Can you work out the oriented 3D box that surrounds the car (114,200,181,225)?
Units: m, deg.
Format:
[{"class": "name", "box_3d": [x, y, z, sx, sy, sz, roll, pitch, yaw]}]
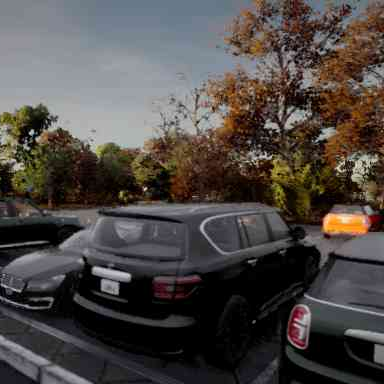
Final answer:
[{"class": "car", "box_3d": [-3.195, 1.412, 24.784, 2.097, 1.535, 5.008, 0, 0, 36]}]

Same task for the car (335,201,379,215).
[{"class": "car", "box_3d": [8.124, 1.324, 16.674, 2.185, 1.767, 4.553, 0, 0, 35]}]

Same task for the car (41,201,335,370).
[{"class": "car", "box_3d": [0.599, 1.198, 6.048, 2.435, 2.045, 5.566, 0, 0, 35]}]

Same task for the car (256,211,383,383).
[{"class": "car", "box_3d": [2.845, 1.339, 4.374, 2.185, 1.767, 4.553, 0, 0, 35]}]

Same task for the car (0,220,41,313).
[{"class": "car", "box_3d": [-1.699, 1.435, 7.660, 2.231, 1.521, 4.892, 0, 0, 35]}]

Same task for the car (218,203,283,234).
[{"class": "car", "box_3d": [3.609, 1.465, 19.935, 2.002, 1.452, 4.674, 0, 0, 36]}]

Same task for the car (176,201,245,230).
[{"class": "car", "box_3d": [1.343, 1.416, 21.556, 2.097, 1.535, 5.008, 0, 0, 36]}]

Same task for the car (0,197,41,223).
[{"class": "car", "box_3d": [-6.247, 1.165, 10.933, 2.435, 2.045, 5.566, 0, 0, 36]}]

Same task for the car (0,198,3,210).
[{"class": "car", "box_3d": [-26.373, 1.528, 41.342, 2.002, 1.452, 4.674, 0, 0, 36]}]
